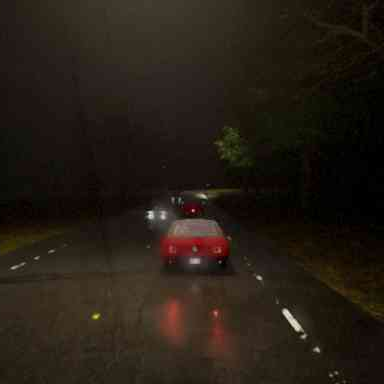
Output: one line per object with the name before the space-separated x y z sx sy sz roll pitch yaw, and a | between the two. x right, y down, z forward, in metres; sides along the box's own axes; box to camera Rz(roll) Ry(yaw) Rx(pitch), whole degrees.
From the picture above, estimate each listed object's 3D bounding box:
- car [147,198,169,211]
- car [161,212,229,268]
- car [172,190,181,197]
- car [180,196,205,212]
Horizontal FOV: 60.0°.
car | -3.589 1.319 35.579 1.994 1.385 4.181 0 1 0
car | 0.094 1.584 11.238 1.895 1.301 4.718 0 0 0
car | -3.492 0.402 76.068 1.837 1.490 4.892 0 2 0
car | 0.106 1.308 29.441 1.882 1.535 5.008 0 1 0
